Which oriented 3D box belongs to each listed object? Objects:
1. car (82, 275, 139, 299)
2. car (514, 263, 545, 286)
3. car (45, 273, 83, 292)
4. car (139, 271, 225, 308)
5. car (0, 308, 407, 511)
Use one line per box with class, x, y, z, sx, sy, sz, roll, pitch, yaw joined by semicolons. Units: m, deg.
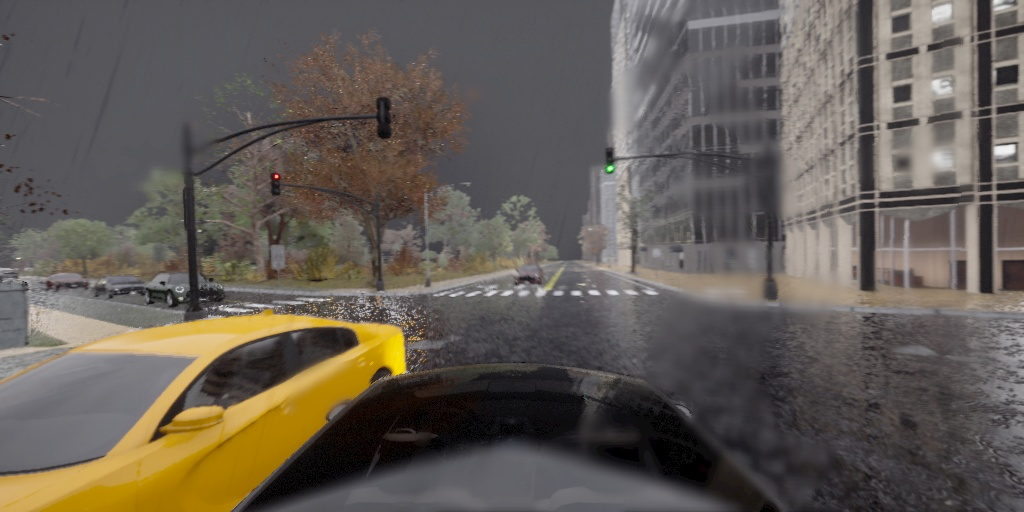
car;-26.526;2.028;24.225;5.357;1.411;2.033;-1;1;30
car;1.443;1.415;28.894;2.097;1.767;4.553;-2;-1;9
car;-38.715;2.231;31.180;5.008;1.535;1.882;-1;1;30
car;-17.314;1.627;18.967;4.553;1.767;2.097;-1;1;30
car;-2.648;1.309;2.899;1.882;1.535;5.008;-2;-1;9
